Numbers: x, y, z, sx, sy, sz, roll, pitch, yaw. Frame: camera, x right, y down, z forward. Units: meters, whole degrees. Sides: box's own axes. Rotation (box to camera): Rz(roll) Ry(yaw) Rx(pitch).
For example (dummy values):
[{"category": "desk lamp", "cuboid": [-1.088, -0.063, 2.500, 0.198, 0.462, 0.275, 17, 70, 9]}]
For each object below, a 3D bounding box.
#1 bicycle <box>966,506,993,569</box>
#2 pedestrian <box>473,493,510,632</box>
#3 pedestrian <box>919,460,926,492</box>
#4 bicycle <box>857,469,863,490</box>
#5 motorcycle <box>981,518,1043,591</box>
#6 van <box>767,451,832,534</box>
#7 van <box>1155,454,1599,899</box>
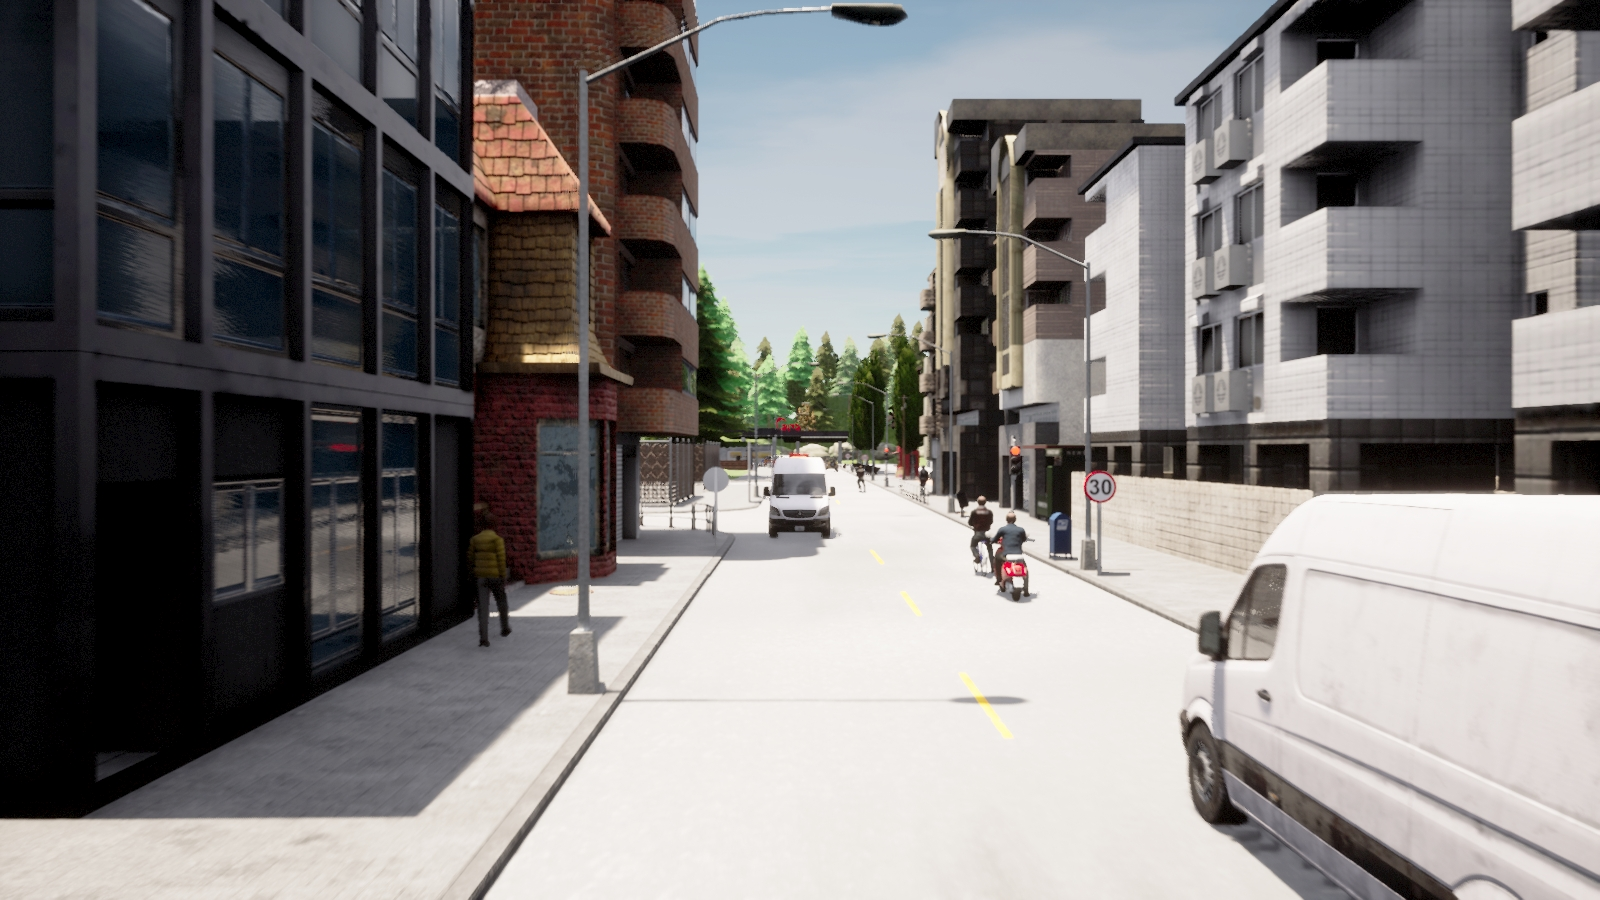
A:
[{"category": "bicycle", "cuboid": [4.015, 1.940, 25.614, 0.329, 1.271, 1.835, 0, 0, 0]}, {"category": "pedestrian", "cuboid": [-4.215, 1.523, 15.623, 0.375, 1.860, 0.375, 0, 0, 7]}, {"category": "pedestrian", "cuboid": [7.233, 1.523, 67.245, 0.375, 1.860, 0.375, 0, 0, 0]}, {"category": "bicycle", "cuboid": [3.959, 1.940, 75.329, 0.329, 1.271, 1.835, 0, 0, 0]}, {"category": "motorcycle", "cuboid": [4.008, 1.962, 21.740, 0.856, 1.236, 1.805, 0, 0, 0]}, {"category": "van", "cuboid": [-0.022, 1.314, 38.078, 1.988, 2.561, 5.915, 0, 0, 0]}, {"category": "van", "cuboid": [4.015, 1.314, 6.707, 1.988, 2.561, 5.915, 0, 0, 0]}]
